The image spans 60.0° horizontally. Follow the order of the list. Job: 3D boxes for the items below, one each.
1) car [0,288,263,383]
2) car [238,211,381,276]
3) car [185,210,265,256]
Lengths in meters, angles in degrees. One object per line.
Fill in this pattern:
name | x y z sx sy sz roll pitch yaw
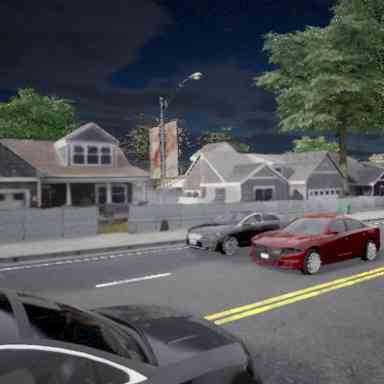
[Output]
car | -1.600 1.505 2.297 4.892 1.490 1.837 0 0 -35
car | 4.015 1.461 10.535 5.008 1.535 1.882 0 0 -35
car | 2.028 1.475 13.110 4.902 1.511 2.128 0 0 -35
